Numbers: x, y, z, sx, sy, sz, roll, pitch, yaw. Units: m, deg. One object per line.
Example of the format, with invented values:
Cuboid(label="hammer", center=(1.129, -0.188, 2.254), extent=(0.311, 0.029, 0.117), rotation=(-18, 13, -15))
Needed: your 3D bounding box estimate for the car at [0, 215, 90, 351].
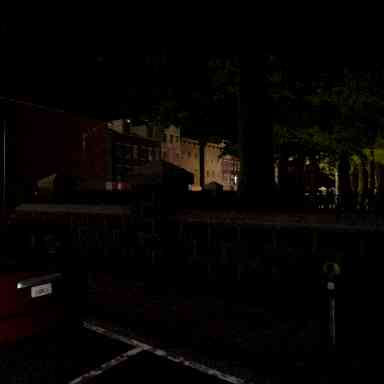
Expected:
Cuboid(label="car", center=(-3.830, 1.318, 5.564), extent=(5.009, 1.841, 2.192), rotation=(0, -1, 36))

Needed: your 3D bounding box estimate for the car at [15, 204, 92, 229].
Cuboid(label="car", center=(-9.369, 1.583, 22.910), extent=(1.812, 1.442, 4.674), rotation=(-1, -1, 35))
